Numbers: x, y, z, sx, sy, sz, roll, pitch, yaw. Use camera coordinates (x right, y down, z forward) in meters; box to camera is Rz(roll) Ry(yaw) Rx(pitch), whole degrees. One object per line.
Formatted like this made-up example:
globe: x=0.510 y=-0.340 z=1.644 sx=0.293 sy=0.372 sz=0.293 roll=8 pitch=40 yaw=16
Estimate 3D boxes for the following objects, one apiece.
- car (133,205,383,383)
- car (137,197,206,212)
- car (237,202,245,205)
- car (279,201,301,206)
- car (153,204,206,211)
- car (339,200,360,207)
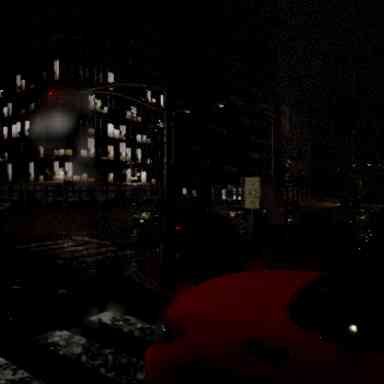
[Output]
car: x=2.196 y=1.216 z=2.175 sx=5.566 sy=2.045 sz=2.150 roll=-1 pitch=0 yaw=37
car: x=-1.161 y=1.329 z=21.317 sx=2.150 sy=2.045 sz=5.566 roll=0 pitch=0 yaw=39
car: x=4.790 y=1.641 z=29.330 sx=2.128 sy=1.511 sz=4.902 roll=0 pitch=0 yaw=37
car: x=10.959 y=1.718 z=37.569 sx=1.812 sy=1.442 sz=4.674 roll=0 pitch=0 yaw=36
car: x=0.275 y=1.640 z=18.212 sx=1.812 sy=1.442 sz=4.674 roll=0 pitch=0 yaw=38
car: x=22.810 y=1.818 z=48.119 sx=2.033 sy=1.411 sz=5.357 roll=0 pitch=0 yaw=37
